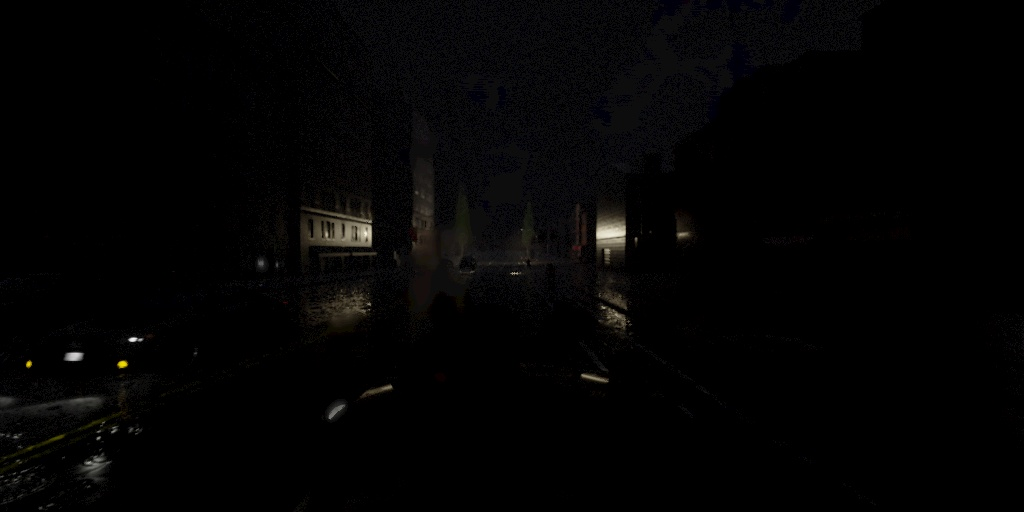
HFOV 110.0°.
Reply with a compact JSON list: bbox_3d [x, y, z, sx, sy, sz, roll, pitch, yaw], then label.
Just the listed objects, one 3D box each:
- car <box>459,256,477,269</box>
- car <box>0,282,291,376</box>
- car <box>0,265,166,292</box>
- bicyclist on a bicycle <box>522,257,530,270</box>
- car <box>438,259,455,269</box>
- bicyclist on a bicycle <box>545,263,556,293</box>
[{"bbox_3d":[-6.486,1.009,53.599,2.150,2.045,5.566,0,0,0],"label":"car"},{"bbox_3d":[-6.599,1.331,7.396,1.994,1.385,4.181,0,0,0],"label":"car"},{"bbox_3d":[-9.849,1.120,7.736,2.097,1.767,4.553,0,0,0],"label":"car"},{"bbox_3d":[2.154,1.104,48.045,0.659,1.776,1.843,-2,3,-6],"label":"bicyclist on a bicycle"},{"bbox_3d":[-9.736,1.242,53.632,1.837,1.490,4.892,0,0,0],"label":"car"},{"bbox_3d":[2.178,1.244,19.992,0.582,1.620,1.656,-2,2,-5],"label":"bicyclist on a bicycle"}]
